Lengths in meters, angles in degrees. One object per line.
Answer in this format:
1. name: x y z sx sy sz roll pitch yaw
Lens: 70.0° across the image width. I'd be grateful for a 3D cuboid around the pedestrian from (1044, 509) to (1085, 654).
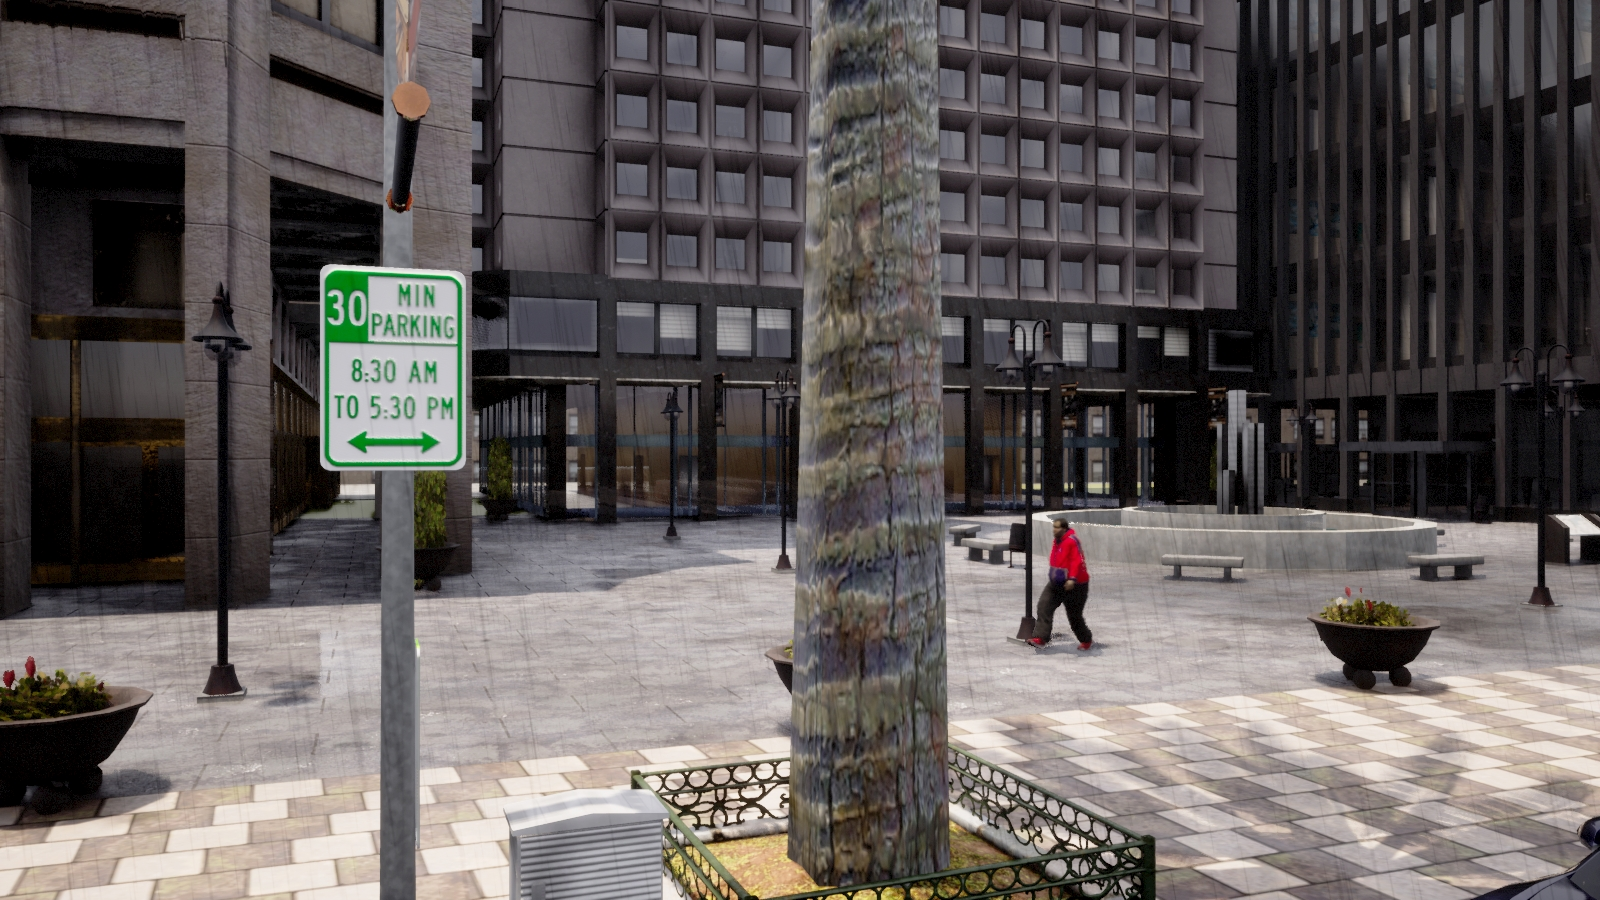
1. pedestrian: 3.477 1.712 15.014 0.375 1.860 0.375 0 0 -24
